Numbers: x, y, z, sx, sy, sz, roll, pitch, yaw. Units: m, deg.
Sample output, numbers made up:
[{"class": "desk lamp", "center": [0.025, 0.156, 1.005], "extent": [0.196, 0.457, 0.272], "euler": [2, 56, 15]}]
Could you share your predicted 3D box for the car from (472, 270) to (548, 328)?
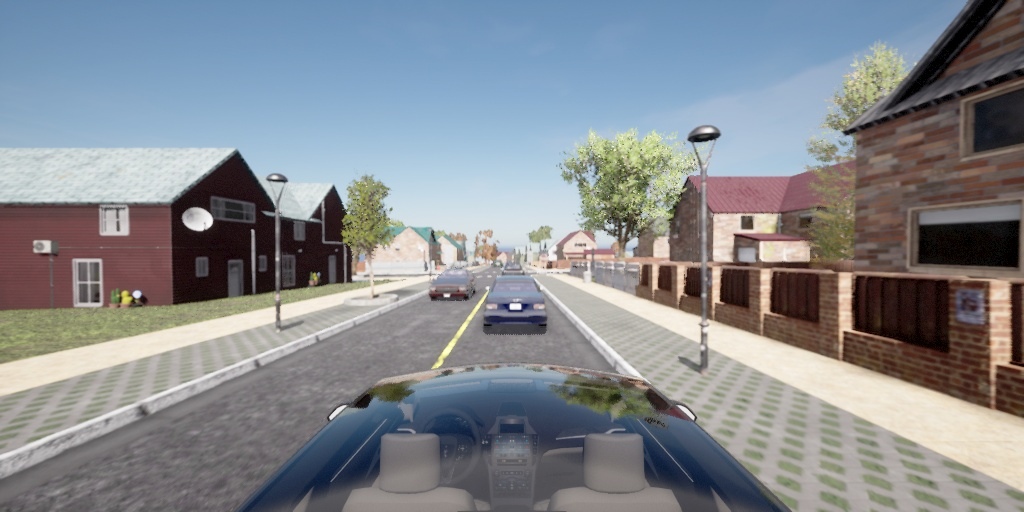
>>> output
[{"class": "car", "center": [0.092, 1.333, 11.564], "extent": [2.033, 1.411, 5.357], "euler": [0, 0, 0]}]

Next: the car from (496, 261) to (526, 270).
[{"class": "car", "center": [0.090, 1.368, 28.869], "extent": [2.128, 1.511, 4.902], "euler": [0, 0, 0]}]

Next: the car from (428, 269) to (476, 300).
[{"class": "car", "center": [-2.847, 1.363, 18.379], "extent": [2.033, 1.411, 5.357], "euler": [0, 0, 0]}]
